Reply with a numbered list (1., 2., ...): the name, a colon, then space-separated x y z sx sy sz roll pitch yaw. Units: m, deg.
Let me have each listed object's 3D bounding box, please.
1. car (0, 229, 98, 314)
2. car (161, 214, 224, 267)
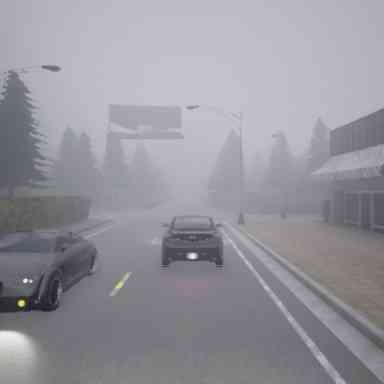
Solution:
1. car: -3.582 1.565 7.580 1.994 1.385 4.181 0 0 0
2. car: 0.016 1.509 11.458 1.837 1.490 4.892 0 0 0
